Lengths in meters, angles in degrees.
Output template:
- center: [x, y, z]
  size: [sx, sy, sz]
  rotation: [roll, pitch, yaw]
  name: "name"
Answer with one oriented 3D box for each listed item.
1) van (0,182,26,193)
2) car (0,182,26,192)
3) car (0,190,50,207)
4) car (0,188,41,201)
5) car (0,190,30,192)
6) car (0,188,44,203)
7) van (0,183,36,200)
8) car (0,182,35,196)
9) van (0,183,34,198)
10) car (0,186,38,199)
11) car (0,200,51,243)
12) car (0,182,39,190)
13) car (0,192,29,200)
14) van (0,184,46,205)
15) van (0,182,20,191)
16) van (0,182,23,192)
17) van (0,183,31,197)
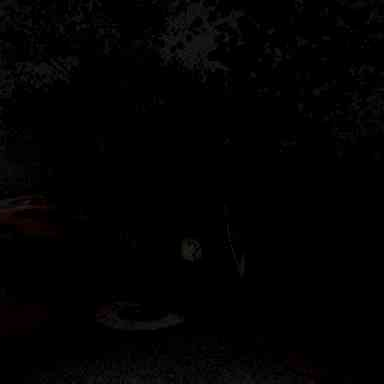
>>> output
- center: [-34.195, -0.820, 63.265]
  size: [4.442, 1.987, 1.878]
  rotation: [1, 1, -30]
  name: "van"
- center: [-38.449, -1.105, 70.400]
  size: [5.566, 2.045, 2.435]
  rotation: [1, 1, -30]
  name: "car"
- center: [-16.381, 0.609, 31.864]
  size: [4.792, 1.488, 2.163]
  rotation: [1, 2, -30]
  name: "car"
- center: [-20.455, 0.301, 39.094]
  size: [4.792, 1.488, 2.163]
  rotation: [1, 1, -30]
  name: "car"
- center: [-12.390, 0.903, 24.580]
  size: [5.366, 1.575, 1.946]
  rotation: [1, 2, -30]
  name: "car"
- center: [-19.144, 0.394, 36.805]
  size: [4.792, 1.488, 2.163]
  rotation: [1, 2, -30]
  name: "car"
- center: [-21.934, -0.047, 41.407]
  size: [4.442, 1.987, 1.878]
  rotation: [1, 1, -30]
  name: "van"
- center: [-27.376, -0.417, 51.070]
  size: [5.566, 2.045, 2.435]
  rotation: [1, 1, -30]
  name: "car"
- center: [-24.499, -0.218, 46.337]
  size: [4.442, 1.987, 1.878]
  rotation: [1, 1, -30]
  name: "van"
- center: [-23.226, 0.091, 43.884]
  size: [5.008, 1.535, 2.097]
  rotation: [1, 1, -30]
  name: "car"
- center: [-6.793, 1.342, 15.169]
  size: [5.008, 1.535, 2.097]
  rotation: [1, 2, -30]
  name: "car"
- center: [-14.947, 0.439, 29.484]
  size: [5.566, 2.045, 2.435]
  rotation: [1, 2, -30]
  name: "car"
- center: [-8.134, 1.107, 17.587]
  size: [4.553, 1.767, 2.185]
  rotation: [1, 2, -30]
  name: "car"
- center: [-17.684, 0.244, 34.439]
  size: [4.442, 1.987, 1.878]
  rotation: [1, 2, -30]
  name: "van"
- center: [-42.659, -1.337, 77.571]
  size: [4.442, 1.987, 1.878]
  rotation: [1, 1, -30]
  name: "van"
- center: [-39.700, -1.162, 72.875]
  size: [4.442, 1.987, 1.878]
  rotation: [1, 1, -30]
  name: "van"
- center: [-26.078, -0.307, 48.624]
  size: [4.442, 1.987, 1.878]
  rotation: [1, 1, -30]
  name: "van"
